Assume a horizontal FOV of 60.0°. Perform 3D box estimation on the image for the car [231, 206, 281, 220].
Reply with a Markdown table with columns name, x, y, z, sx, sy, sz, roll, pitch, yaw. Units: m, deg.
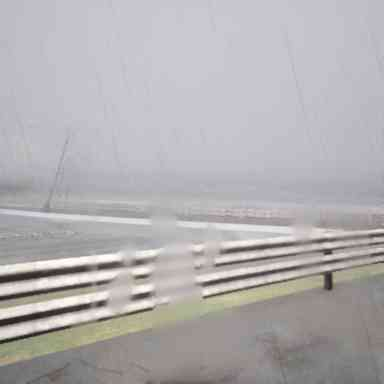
| name | x | y | z | sx | sy | sz | roll | pitch | yaw |
| --- | --- | --- | --- | --- | --- | --- | --- | --- | --- |
| car | 6.290 | 2.123 | 32.781 | 4.902 | 1.511 | 2.128 | 2 | -1 | 16 |

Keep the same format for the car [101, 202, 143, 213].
| name | x | y | z | sx | sy | sz | roll | pitch | yaw |
| --- | --- | --- | --- | --- | --- | --- | --- | --- | --- |
| car | -7.888 | 1.852 | 37.586 | 4.718 | 1.301 | 1.895 | 1 | -1 | 22 |
